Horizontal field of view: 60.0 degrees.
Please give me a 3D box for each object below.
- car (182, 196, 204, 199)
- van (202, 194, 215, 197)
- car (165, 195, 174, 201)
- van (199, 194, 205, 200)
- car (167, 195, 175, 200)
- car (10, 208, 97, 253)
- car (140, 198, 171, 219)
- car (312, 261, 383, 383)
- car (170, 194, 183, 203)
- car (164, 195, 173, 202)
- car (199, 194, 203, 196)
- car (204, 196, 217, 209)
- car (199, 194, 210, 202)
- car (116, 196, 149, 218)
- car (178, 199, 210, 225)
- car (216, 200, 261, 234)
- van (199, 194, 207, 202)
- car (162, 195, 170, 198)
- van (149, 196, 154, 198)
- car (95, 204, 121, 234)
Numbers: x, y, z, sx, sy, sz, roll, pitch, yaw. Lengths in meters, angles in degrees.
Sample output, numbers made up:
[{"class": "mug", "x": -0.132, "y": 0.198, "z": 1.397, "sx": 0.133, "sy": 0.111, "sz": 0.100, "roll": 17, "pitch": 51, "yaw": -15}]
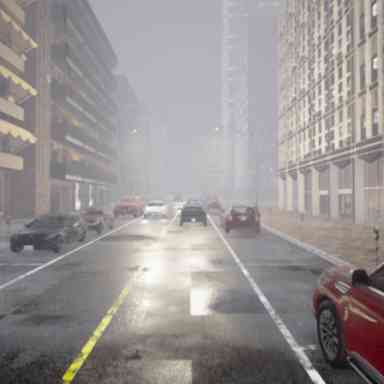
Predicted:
[{"class": "car", "x": 0.087, "y": 1.547, "z": 42.601, "sx": 2.033, "sy": 1.411, "sz": 5.357, "roll": 0, "pitch": 0, "yaw": 0}, {"class": "van", "x": 2.696, "y": 1.340, "z": 47.072, "sx": 1.690, "sy": 1.788, "sz": 3.998, "roll": 1, "pitch": 0, "yaw": 0}, {"class": "car", "x": -5.697, "y": 1.522, "z": 85.067, "sx": 1.752, "sy": 1.417, "sz": 4.829, "roll": 1, "pitch": 0, "yaw": 0}, {"class": "van", "x": 2.684, "y": 1.337, "z": 90.774, "sx": 1.690, "sy": 1.788, "sz": 3.998, "roll": 1, "pitch": 0, "yaw": 0}, {"class": "car", "x": -5.699, "y": 1.521, "z": 90.578, "sx": 1.752, "sy": 1.417, "sz": 4.829, "roll": 1, "pitch": 0, "yaw": 0}, {"class": "car", "x": -5.646, "y": 1.567, "z": 13.689, "sx": 1.947, "sy": 1.339, "sz": 4.313, "roll": 1, "pitch": 0, "yaw": 0}, {"class": "car", "x": -3.105, "y": 1.526, "z": 29.266, "sx": 1.812, "sy": 1.442, "sz": 4.674, "roll": 0, "pitch": 0, "yaw": 0}, {"class": "car", "x": 2.708, "y": 1.315, "z": 2.690, "sx": 2.192, "sy": 1.841, "sz": 5.009, "roll": 1, "pitch": 0, "yaw": 0}, {"class": "car", "x": -3.018, "y": 1.315, "z": 70.952, "sx": 2.097, "sy": 1.767, "sz": 4.553, "roll": 0, "pitch": 0, "yaw": 0}, {"class": "car", "x": -5.696, "y": 1.522, "z": 79.555, "sx": 1.752, "sy": 1.417, "sz": 4.829, "roll": 1, "pitch": 0, "yaw": 0}, {"class": "car", "x": 2.687, "y": 1.580, "z": 63.715, "sx": 1.802, "sy": 1.307, "sz": 4.206, "roll": 1, "pitch": 0, "yaw": 0}, {"class": "car", "x": 2.693, "y": 1.582, "z": 41.524, "sx": 1.802, "sy": 1.307, "sz": 4.206, "roll": 1, "pitch": 0, "yaw": 0}, {"class": "car", "x": 2.689, "y": 1.312, "z": 74.250, "sx": 2.192, "sy": 1.841, "sz": 5.009, "roll": 1, "pitch": 0, "yaw": 0}, {"class": "car", "x": -5.646, "y": 1.316, "z": 30.329, "sx": 2.192, "sy": 1.841, "sz": 5.009, "roll": 1, "pitch": 0, "yaw": 0}, {"class": "car", "x": 0.094, "y": 1.507, "z": 23.756, "sx": 1.837, "sy": 1.490, "sz": 4.892, "roll": 0, "pitch": 1, "yaw": 0}, {"class": "car", "x": 2.702, "y": 1.441, "z": 19.333, "sx": 1.967, "sy": 1.590, "sz": 4.097, "roll": 1, "pitch": 0, "yaw": 0}, {"class": "van", "x": 2.687, "y": 1.338, "z": 79.758, "sx": 1.690, "sy": 1.788, "sz": 3.998, "roll": 1, "pitch": 0, "yaw": 0}, {"class": "car", "x": -5.660, "y": 1.580, "z": 63.609, "sx": 1.802, "sy": 1.307, "sz": 4.206, "roll": 1, "pitch": 0, "yaw": 0}, {"class": "van", "x": -5.649, "y": 1.341, "z": 41.422, "sx": 1.690, "sy": 1.788, "sz": 3.998, "roll": 1, "pitch": 0, "yaw": 0}, {"class": "car", "x": -5.648, "y": 1.583, "z": 19.236, "sx": 1.802, "sy": 1.307, "sz": 4.206, "roll": 1, "pitch": 0, "yaw": 0}]
